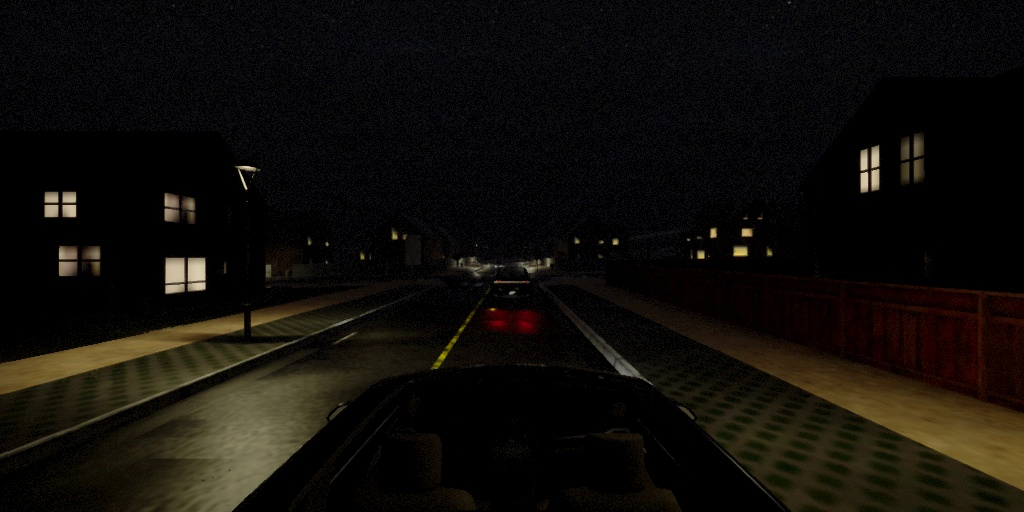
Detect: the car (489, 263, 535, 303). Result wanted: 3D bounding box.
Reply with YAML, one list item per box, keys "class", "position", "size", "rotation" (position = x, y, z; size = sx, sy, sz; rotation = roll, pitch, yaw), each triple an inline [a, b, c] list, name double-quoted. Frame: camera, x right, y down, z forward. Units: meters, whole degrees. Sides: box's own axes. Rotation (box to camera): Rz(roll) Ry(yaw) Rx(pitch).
- class: "car"
  position: [0.000, 1.244, 16.499]
  size: [2.128, 1.511, 4.902]
  rotation: [0, 0, 0]
